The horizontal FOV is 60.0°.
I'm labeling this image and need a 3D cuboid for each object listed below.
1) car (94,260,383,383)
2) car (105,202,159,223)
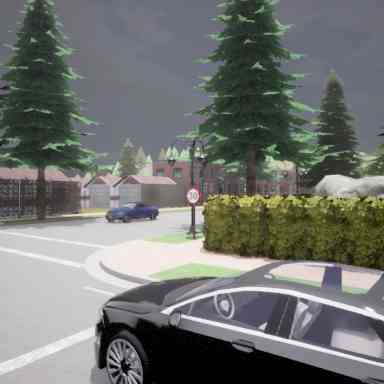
[{"bbox_3d":[0.986,1.492,3.378,4.902,1.511,2.128,0,0,38],"label":"car"},{"bbox_3d":[-4.404,1.487,25.206,1.812,1.442,4.674,0,0,34],"label":"car"}]
